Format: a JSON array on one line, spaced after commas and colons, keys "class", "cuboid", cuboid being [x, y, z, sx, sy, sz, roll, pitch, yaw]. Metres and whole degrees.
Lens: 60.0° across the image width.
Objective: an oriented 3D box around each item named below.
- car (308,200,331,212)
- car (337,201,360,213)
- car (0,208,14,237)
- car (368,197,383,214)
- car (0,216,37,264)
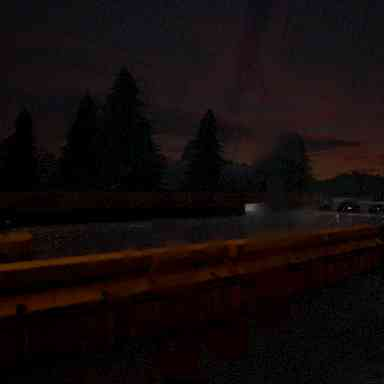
[{"class": "car", "cuboid": [16.965, 1.864, 44.092, 2.128, 1.511, 4.902, 0, 0, 39]}, {"class": "car", "cuboid": [19.876, 1.878, 42.128, 1.837, 1.490, 4.892, 0, 0, 39]}, {"class": "car", "cuboid": [-12.170, 1.602, 16.842, 5.357, 1.411, 2.033, 1, 0, -35]}, {"class": "car", "cuboid": [23.262, 1.601, 40.714, 2.150, 2.045, 5.566, 0, 0, 39]}, {"class": "car", "cuboid": [-6.512, 1.500, 8.030, 5.008, 1.535, 1.882, 1, -1, -36]}]
